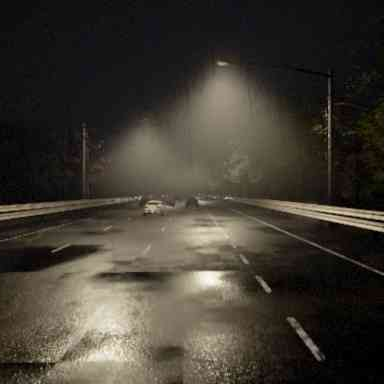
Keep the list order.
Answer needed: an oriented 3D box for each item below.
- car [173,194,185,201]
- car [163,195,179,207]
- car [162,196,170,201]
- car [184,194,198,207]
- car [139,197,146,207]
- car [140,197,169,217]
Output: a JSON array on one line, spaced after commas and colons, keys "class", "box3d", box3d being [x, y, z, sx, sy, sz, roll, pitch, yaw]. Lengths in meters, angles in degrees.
[{"class": "car", "box3d": [-3.530, 1.546, 87.478, 1.882, 1.535, 5.008, 0, 0, 0]}, {"class": "car", "box3d": [-3.520, 1.579, 51.682, 2.033, 1.411, 5.357, 0, 0, 0]}, {"class": "car", "box3d": [-7.030, 1.667, 89.533, 1.895, 1.301, 4.718, 0, 0, 0]}, {"class": "car", "box3d": [-0.019, 1.538, 51.641, 1.837, 1.490, 4.892, 0, 0, 0]}, {"class": "car", "box3d": [-7.020, 1.538, 51.762, 1.837, 1.490, 4.892, 0, 0, 0]}, {"class": "car", "box3d": [-3.513, 1.543, 31.912, 1.812, 1.442, 4.674, 0, 0, 0]}]
